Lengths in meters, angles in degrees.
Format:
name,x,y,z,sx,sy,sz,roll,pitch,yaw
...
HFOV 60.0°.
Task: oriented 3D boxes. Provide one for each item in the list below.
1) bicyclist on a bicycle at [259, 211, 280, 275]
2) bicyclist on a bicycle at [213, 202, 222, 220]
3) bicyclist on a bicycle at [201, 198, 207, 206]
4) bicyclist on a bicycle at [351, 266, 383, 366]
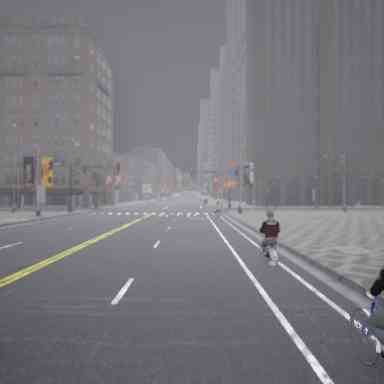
name,x,y,z,sx,sy,sz,roll,pitch,yaw
bicyclist on a bicycle,2.266,1.434,9.813,0.659,1.776,1.843,0,0,0
bicyclist on a bicycle,2.300,1.661,29.689,0.866,1.612,1.509,0,3,0
bicyclist on a bicycle,2.349,1.916,57.820,0.659,1.776,1.843,0,0,0
bicyclist on a bicycle,2.255,1.379,3.812,0.659,1.776,1.843,0,1,0
